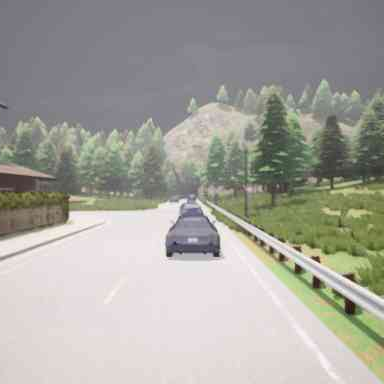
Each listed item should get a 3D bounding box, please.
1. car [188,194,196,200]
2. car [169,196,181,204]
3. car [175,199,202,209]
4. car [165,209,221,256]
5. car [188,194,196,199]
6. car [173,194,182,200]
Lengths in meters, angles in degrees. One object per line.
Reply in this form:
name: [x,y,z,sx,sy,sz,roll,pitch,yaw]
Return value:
car: [0.019,1.358,87.369,1.882,1.535,5.008,0,0,0]
car: [-3.497,1.541,66.109,1.837,1.490,4.892,0,0,0]
car: [-0.177,1.533,26.675,1.812,1.442,4.674,0,0,-5]
car: [0.048,1.573,13.085,1.994,1.385,4.181,0,0,1]
car: [0.016,1.521,76.991,1.882,1.535,5.008,0,0,0]
car: [-3.483,1.204,81.326,2.033,1.411,5.357,0,0,0]
